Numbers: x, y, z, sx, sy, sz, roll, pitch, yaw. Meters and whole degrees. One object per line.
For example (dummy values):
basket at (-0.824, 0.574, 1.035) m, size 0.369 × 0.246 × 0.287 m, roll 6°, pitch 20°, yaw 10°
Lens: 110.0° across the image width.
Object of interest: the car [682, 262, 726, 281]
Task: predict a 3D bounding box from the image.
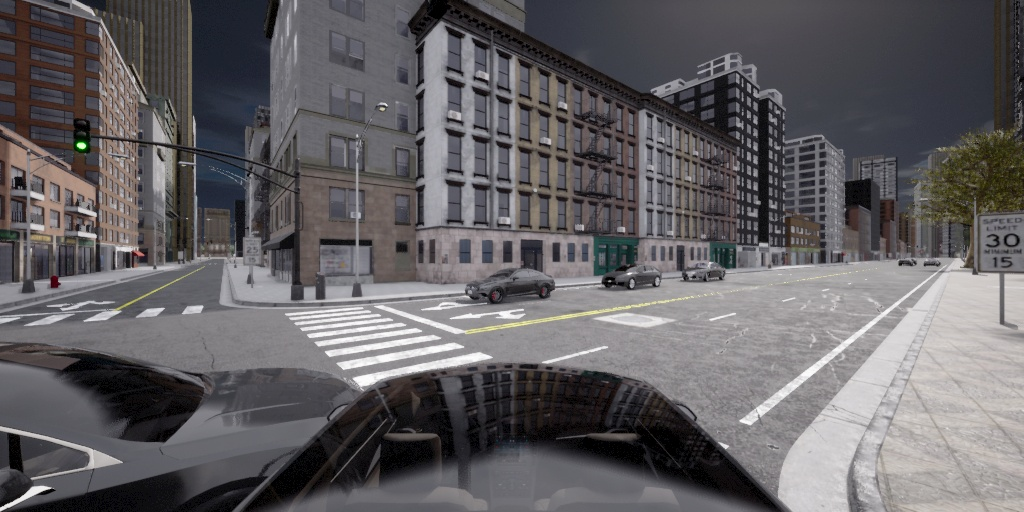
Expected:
car at (15.773, 1.237, 29.423) m, size 4.902 × 1.511 × 2.128 m, roll 0°, pitch 0°, yaw -39°

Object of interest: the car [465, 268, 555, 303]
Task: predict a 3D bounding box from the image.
car at (0.024, 1.287, 16.787) m, size 4.674 × 1.442 × 1.812 m, roll 0°, pitch 0°, yaw -39°

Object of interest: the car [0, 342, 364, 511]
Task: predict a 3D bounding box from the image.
car at (-3.216, 1.257, 1.828) m, size 4.892 × 1.490 × 1.837 m, roll 0°, pitch 0°, yaw -34°

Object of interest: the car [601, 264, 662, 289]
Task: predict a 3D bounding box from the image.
car at (7.739, 1.259, 22.983) m, size 4.892 × 1.490 × 1.837 m, roll 0°, pitch 0°, yaw -39°
